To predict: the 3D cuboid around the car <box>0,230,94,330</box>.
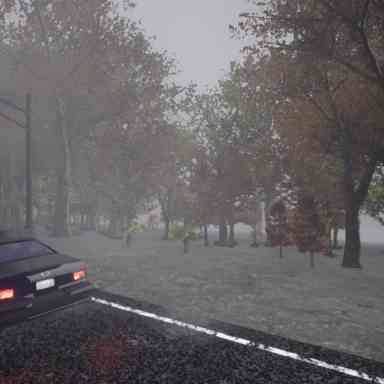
[{"bbox_3d":[-4.181,1.506,6.620,5.357,1.411,2.033,-2,1,39],"label":"car"}]
